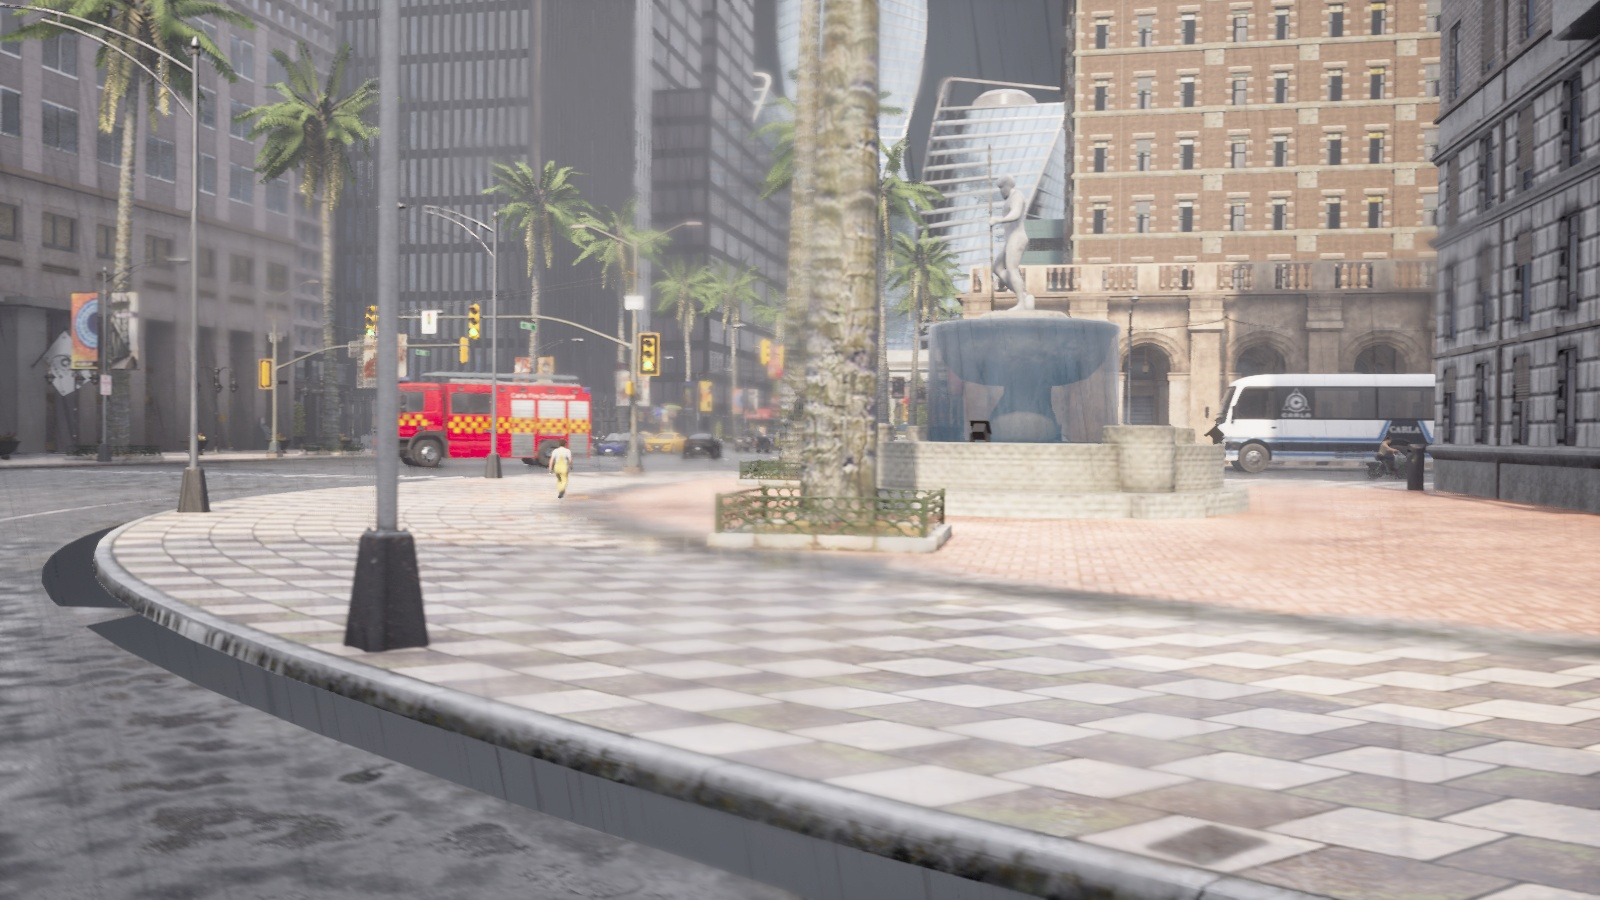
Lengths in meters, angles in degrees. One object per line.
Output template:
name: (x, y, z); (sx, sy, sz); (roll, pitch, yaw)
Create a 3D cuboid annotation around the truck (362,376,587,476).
truck: (-13.294, -0.977, 51.554); (8.468, 3.827, 2.891); (-1, 1, -29)

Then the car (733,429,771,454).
car: (-3.768, -0.681, 99.025); (1.932, 1.855, 4.605); (0, 1, 12)

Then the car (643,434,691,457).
car: (-9.415, -0.347, 89.180); (1.882, 1.535, 5.008); (0, 1, 12)

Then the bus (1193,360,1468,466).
bus: (22.380, -1.518, 53.781); (10.273, 4.253, 3.944); (0, 1, 12)

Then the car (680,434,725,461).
car: (-5.612, -0.170, 72.796); (1.882, 1.535, 5.008); (-1, 1, 3)

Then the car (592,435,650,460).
car: (-11.354, -0.190, 79.930); (2.163, 1.488, 4.792); (0, 1, 12)

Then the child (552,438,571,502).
child: (-4.768, 0.389, 25.127); (0.270, 1.263, 0.437); (0, 1, 4)

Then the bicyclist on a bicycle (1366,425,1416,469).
bicyclist on a bicycle: (21.989, -0.112, 46.741); (1.509, 1.612, 0.866); (0, 1, 12)
